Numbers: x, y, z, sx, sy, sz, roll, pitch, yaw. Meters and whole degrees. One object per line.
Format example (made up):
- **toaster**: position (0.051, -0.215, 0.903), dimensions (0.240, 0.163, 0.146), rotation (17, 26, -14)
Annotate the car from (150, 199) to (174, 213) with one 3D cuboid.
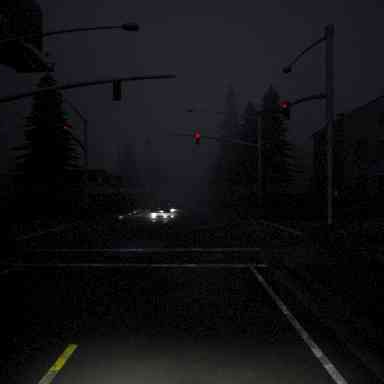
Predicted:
- **car**: position (-3.469, 1.564, 37.158), dimensions (1.994, 1.385, 4.181), rotation (0, 0, 0)
